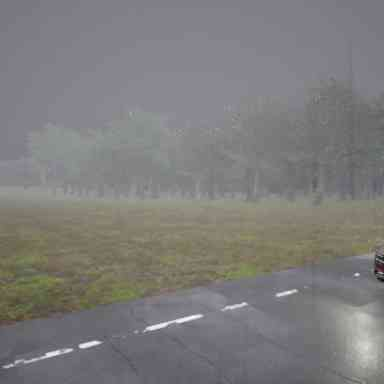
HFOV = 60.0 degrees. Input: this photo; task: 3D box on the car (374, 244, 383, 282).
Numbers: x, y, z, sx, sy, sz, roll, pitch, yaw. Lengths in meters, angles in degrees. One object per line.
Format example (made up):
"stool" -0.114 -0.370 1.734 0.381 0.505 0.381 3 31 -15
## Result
"car" 6.757 1.555 8.805 5.008 1.535 1.882 1 0 -35
